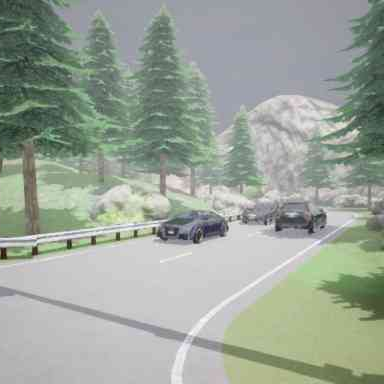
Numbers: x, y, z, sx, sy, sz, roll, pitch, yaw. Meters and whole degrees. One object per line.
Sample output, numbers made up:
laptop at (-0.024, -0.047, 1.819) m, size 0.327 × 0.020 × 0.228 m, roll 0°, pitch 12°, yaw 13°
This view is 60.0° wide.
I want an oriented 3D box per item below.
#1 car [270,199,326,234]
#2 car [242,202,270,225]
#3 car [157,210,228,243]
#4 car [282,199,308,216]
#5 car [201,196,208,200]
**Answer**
car at (6.499, 1.315, 19.679) m, size 2.097 × 1.767 × 4.553 m, roll 0°, pitch 0°, yaw 31°
car at (5.319, 1.506, 24.649) m, size 2.128 × 1.511 × 4.902 m, roll 0°, pitch 0°, yaw 32°
car at (0.128, 1.573, 16.167) m, size 1.994 × 1.385 × 4.181 m, roll 0°, pitch 0°, yaw 31°
car at (10.429, 1.525, 33.497) m, size 1.837 × 1.490 × 4.892 m, roll 0°, pitch 0°, yaw 24°
car at (3.150, 1.513, 60.976) m, size 5.008 × 1.535 × 1.882 m, roll 0°, pitch -1°, yaw 27°
